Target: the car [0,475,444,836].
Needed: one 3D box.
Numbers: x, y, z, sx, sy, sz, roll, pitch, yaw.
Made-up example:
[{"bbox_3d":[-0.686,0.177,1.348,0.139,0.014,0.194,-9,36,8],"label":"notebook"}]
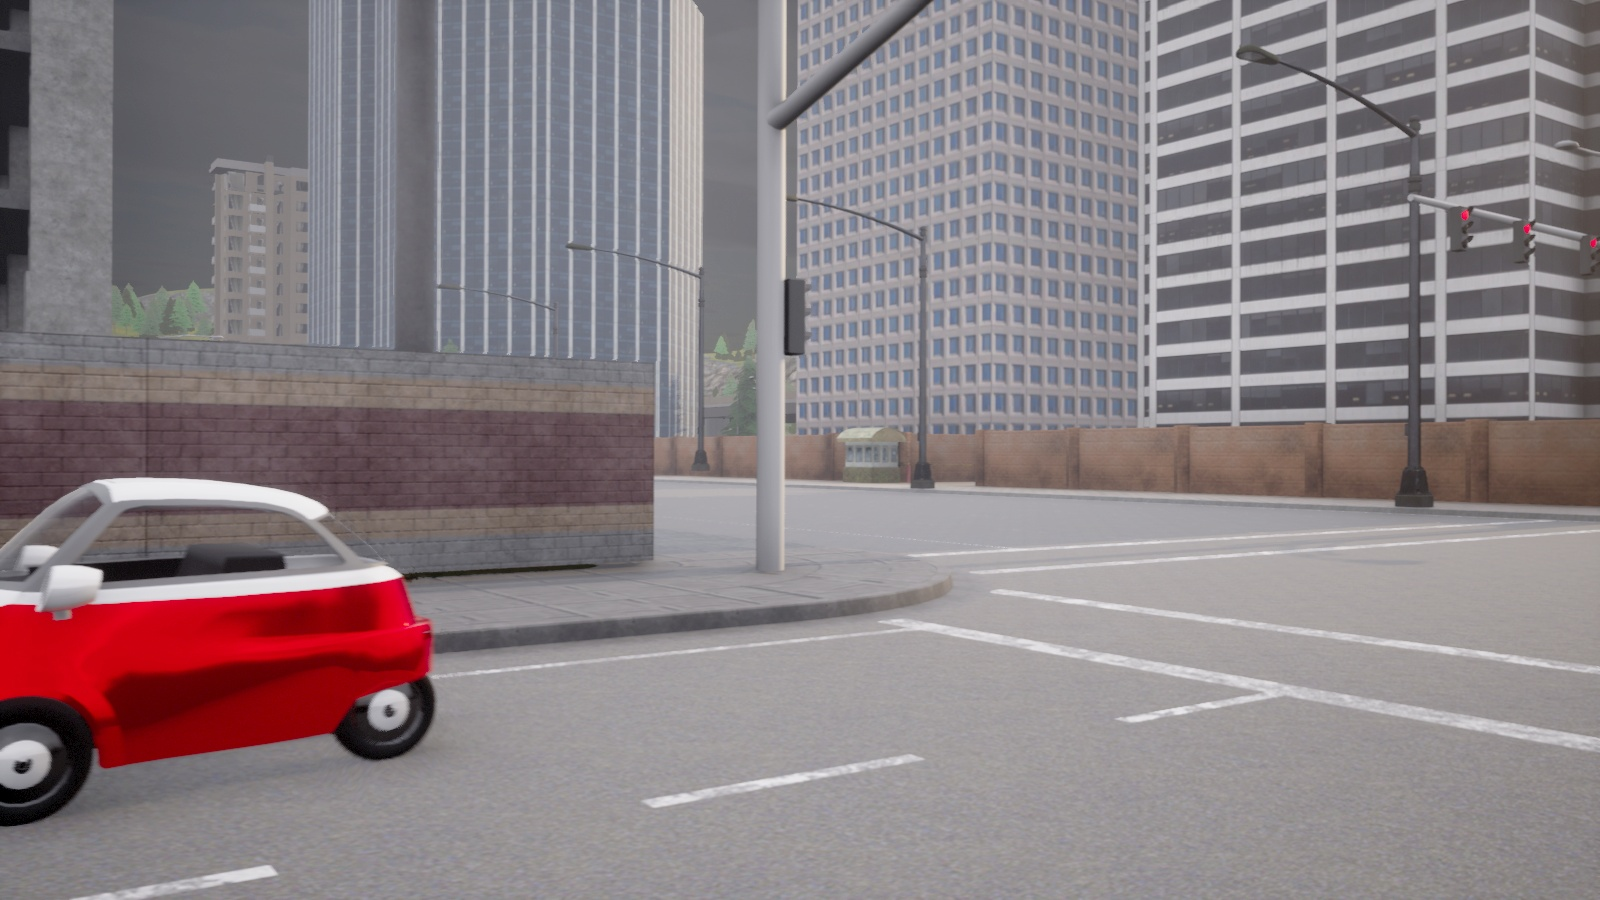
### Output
[{"bbox_3d":[-3.012,0.822,5.874,2.207,1.376,1.481,1,0,-36],"label":"car"}]
